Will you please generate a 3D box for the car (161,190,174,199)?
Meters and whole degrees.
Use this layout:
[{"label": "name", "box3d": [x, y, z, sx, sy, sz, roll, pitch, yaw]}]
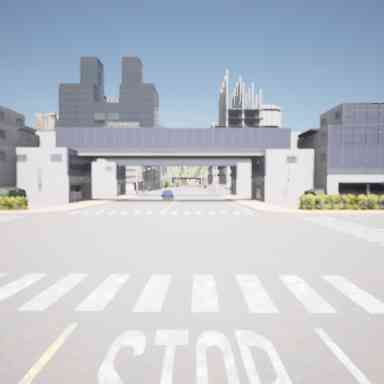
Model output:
[{"label": "car", "box3d": [-4.139, 0.317, 56.858, 1.882, 1.535, 5.008, 0, 1, 0]}]
